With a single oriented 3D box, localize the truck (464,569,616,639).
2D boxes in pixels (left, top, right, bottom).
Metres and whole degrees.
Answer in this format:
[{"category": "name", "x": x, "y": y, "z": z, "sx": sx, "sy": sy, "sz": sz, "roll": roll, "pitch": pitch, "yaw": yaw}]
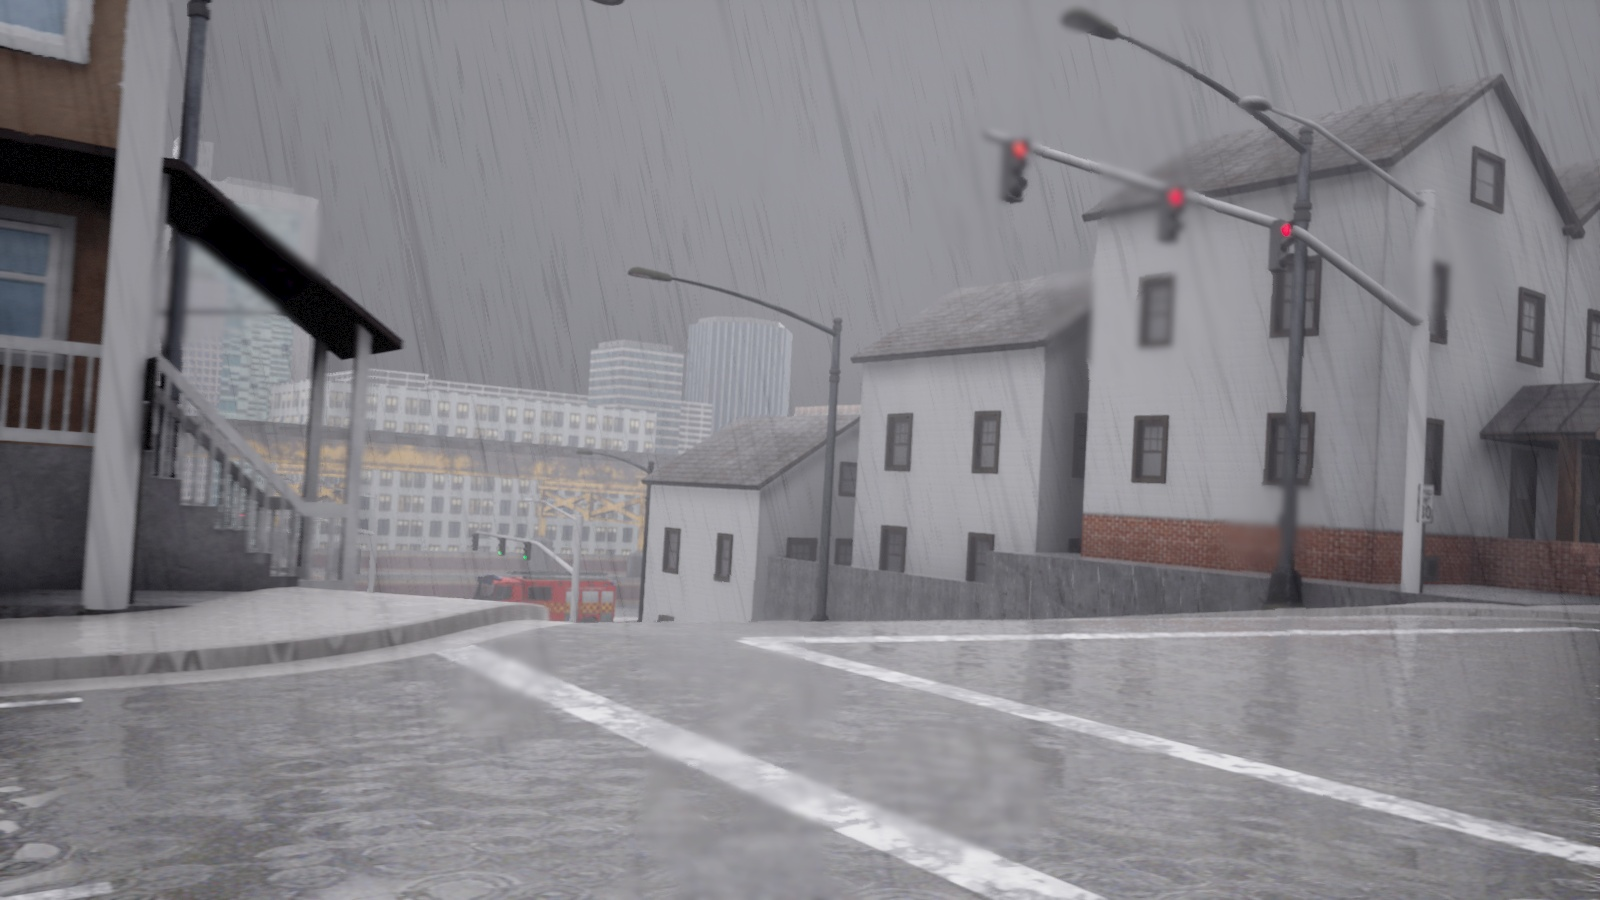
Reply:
[{"category": "truck", "x": -15.910, "y": 9.406, "z": 77.114, "sx": 8.468, "sy": 3.827, "sz": 2.891, "roll": 4, "pitch": -2, "yaw": -35}]
